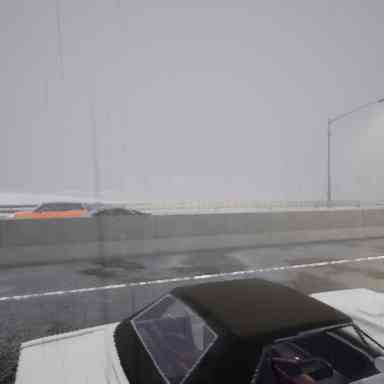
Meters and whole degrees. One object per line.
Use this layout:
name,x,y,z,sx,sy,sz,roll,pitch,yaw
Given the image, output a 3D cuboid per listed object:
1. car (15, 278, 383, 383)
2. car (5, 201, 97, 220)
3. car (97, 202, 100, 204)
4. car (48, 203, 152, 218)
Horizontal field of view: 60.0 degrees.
car,0.879,1.597,3.203,4.718,1.301,1.895,0,0,-23
car,-7.976,1.336,18.661,4.553,1.767,2.097,0,0,-23
car,-7.216,1.472,22.788,4.902,1.511,2.128,0,0,-23
car,-4.312,1.490,16.416,4.892,1.490,1.837,0,0,-23
